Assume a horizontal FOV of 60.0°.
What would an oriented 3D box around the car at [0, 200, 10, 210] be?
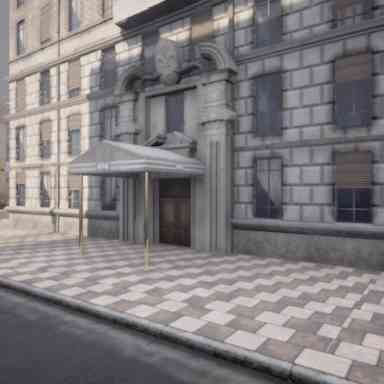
[{"bbox_3d":[-24.060,1.589,40.470,1.895,1.301,4.718,0,0,35],"label":"car"}]
